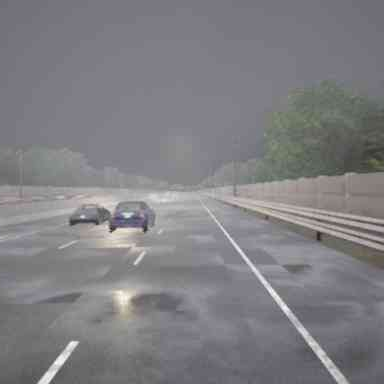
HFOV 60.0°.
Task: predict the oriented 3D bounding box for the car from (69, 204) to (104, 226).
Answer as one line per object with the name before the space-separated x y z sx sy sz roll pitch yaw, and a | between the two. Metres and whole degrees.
car | -6.883 1.510 22.968 1.994 1.385 4.181 -1 0 0

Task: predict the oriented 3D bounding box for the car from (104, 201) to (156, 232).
car | -3.387 1.281 19.649 2.097 1.767 4.553 -1 0 0
